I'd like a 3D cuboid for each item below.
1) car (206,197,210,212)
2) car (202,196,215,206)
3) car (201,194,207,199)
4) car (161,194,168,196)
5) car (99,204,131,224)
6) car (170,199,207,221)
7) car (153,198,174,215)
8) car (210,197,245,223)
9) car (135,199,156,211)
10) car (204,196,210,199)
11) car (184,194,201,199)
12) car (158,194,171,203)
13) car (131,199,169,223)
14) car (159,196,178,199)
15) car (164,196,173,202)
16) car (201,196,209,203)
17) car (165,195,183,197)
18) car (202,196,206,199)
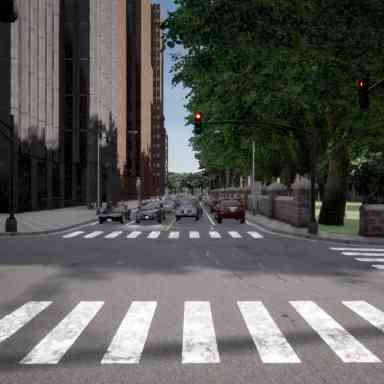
[{"bbox_3d":[2.807,1.588,36.136,1.947,1.339,4.313,0,0,0],"label":"car"},{"bbox_3d":[2.834,1.487,57.962,1.967,1.590,4.097,0,0,0],"label":"car"},{"bbox_3d":[2.827,1.481,52.505,1.967,1.590,4.097,0,0,0],"label":"car"},{"bbox_3d":[-5.685,1.635,63.423,1.802,1.307,4.206,0,0,0],"label":"car"},{"bbox_3d":[-5.731,1.576,25.224,1.947,1.339,4.313,0,0,0],"label":"car"},{"bbox_3d":[-0.186,1.560,27.630,2.033,1.411,5.357,0,0,6],"label":"car"},{"bbox_3d":[-3.056,1.622,34.751,1.895,1.301,4.718,0,0,0],"label":"car"},{"bbox_3d":[2.794,1.326,25.223,2.192,1.841,5.009,0,0,0],"label":"car"},{"bbox_3d":[-5.711,1.579,41.595,2.008,1.369,4.403,0,0,0],"label":"car"},{"bbox_3d":[2.814,1.579,41.592,2.008,1.369,4.403,0,0,0],"label":"car"},{"bbox_3d":[0.130,1.538,56.506,2.128,1.511,4.902,0,0,1],"label":"car"},{"bbox_3d":[-5.678,1.375,68.881,2.192,1.841,5.009,0,0,0],"label":"car"},{"bbox_3d":[-3.075,1.516,25.496,1.837,1.490,4.892,0,0,1],"label":"car"},{"bbox_3d":[-3.038,1.595,43.952,1.994,1.385,4.181,0,0,0],"label":"car"},{"bbox_3d":[-5.665,1.620,79.795,1.887,1.381,4.507,0,0,0],"label":"car"},{"bbox_3d":[2.854,1.593,74.501,1.752,1.417,4.829,0,0,0],"label":"car"},{"bbox_3d":[-2.988,1.590,54.096,2.033,1.411,5.357,0,0,0],"label":"car"},{"bbox_3d":[2.820,1.585,47.049,2.008,1.369,4.403,0,0,0],"label":"car"}]
